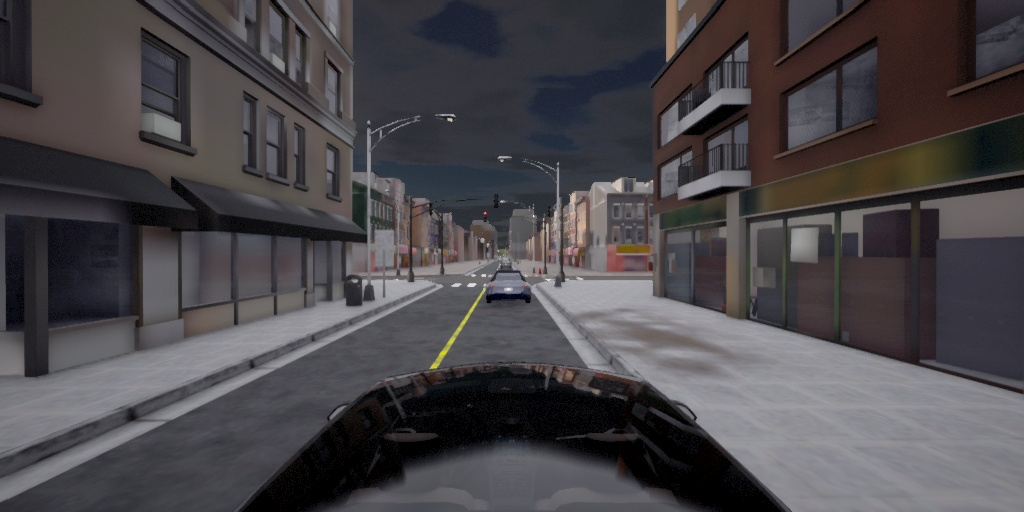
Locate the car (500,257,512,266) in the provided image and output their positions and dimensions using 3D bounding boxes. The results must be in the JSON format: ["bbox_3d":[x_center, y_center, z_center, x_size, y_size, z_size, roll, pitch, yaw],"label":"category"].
[{"bbox_3d":[-0.945,1.311,56.773,1.948,1.339,4.313,0,0,-1],"label":"car"}]

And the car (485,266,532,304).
[{"bbox_3d":[-0.174,1.321,16.499,1.994,1.385,4.181,0,0,-1],"label":"car"}]
